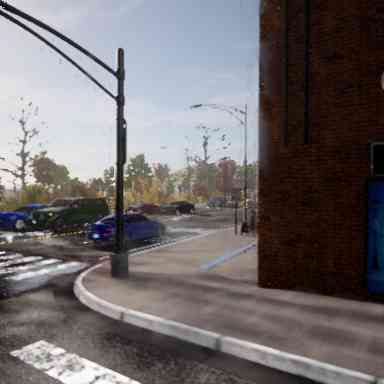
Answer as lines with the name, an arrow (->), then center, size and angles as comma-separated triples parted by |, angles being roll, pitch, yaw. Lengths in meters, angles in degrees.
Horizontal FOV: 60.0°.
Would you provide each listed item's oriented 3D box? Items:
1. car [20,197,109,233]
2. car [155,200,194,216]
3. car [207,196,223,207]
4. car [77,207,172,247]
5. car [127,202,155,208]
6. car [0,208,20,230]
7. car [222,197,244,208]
car -> -7.826, 1.385, 21.720 | 2.150, 2.045, 5.566 | 0, 0, 29
car -> -1.477, 1.632, 34.455 | 1.882, 1.535, 5.008 | 0, 0, 26
car -> 4.092, 1.474, 53.249 | 2.097, 1.767, 4.553 | 0, 0, 25
car -> -3.116, 1.735, 16.482 | 1.812, 1.442, 4.674 | 0, 0, 27
car -> -5.085, 1.696, 34.487 | 1.994, 1.385, 4.181 | 0, 0, 27
car -> -10.935, 1.619, 22.837 | 1.882, 1.535, 5.008 | 0, 0, 27
car -> 6.832, 1.623, 51.455 | 1.882, 1.535, 5.008 | 0, 0, 25
